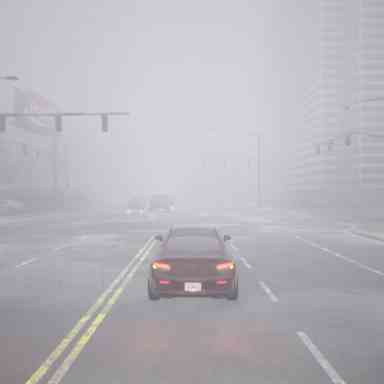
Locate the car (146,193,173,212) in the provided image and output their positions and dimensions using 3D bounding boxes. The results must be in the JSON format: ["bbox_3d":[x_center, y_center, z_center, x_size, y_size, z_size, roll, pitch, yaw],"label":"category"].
[{"bbox_3d":[-3.774,1.238,39.474,2.150,2.045,5.566,0,0,0],"label":"car"}]

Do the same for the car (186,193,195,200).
[{"bbox_3d":[-0.398,1.219,88.318,2.097,1.767,4.553,0,0,0],"label":"car"}]

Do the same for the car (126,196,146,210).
[{"bbox_3d":[-7.294,1.370,44.083,2.097,1.767,4.553,0,0,0],"label":"car"}]

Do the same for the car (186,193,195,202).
[{"bbox_3d":[-0.353,1.615,78.413,1.895,1.301,4.718,0,0,0],"label":"car"}]

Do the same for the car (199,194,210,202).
[{"bbox_3d":[3.149,1.546,78.046,2.128,1.511,4.902,0,0,0],"label":"car"}]

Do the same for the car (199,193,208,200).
[{"bbox_3d":[3.102,1.219,88.334,2.097,1.767,4.553,0,0,0],"label":"car"}]

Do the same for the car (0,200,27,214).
[{"bbox_3d":[-19.714,1.539,34.553,4.674,1.442,1.812,0,0,0],"label":"car"}]

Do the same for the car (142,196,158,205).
[{"bbox_3d":[-7.342,1.515,58.418,2.128,1.511,4.902,0,0,0],"label":"car"}]

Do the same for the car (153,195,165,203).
[{"bbox_3d":[-7.330,1.554,73.554,2.128,1.511,4.902,0,0,0],"label":"car"}]

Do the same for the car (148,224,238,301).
[{"bbox_3d":[0.028,1.529,8.237,1.812,1.442,4.674,0,0,0],"label":"car"}]

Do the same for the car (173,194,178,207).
[{"bbox_3d":[-3.843,1.243,53.713,2.150,2.045,5.566,0,0,0],"label":"car"}]
